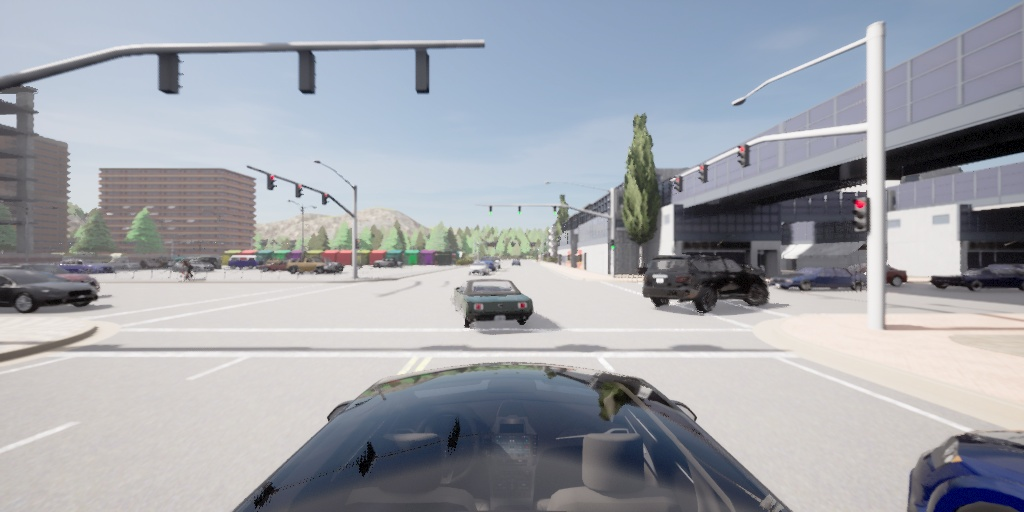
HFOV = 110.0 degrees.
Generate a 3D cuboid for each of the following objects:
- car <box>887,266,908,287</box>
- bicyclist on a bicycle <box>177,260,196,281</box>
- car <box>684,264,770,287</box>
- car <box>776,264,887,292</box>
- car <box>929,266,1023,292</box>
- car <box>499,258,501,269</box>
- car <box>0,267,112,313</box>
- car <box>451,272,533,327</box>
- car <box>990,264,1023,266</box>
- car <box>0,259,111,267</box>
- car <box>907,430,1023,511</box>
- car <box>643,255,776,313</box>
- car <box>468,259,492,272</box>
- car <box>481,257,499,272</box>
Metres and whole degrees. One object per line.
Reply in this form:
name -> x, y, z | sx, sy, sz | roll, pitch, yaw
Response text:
car -> 24.342, 1.286, 24.925 | 5.008, 1.535, 1.882 | 0, 0, 0
bicyclist on a bicycle -> -25.427, 1.122, 28.019 | 0.582, 1.620, 1.656 | 0, 0, 0
car -> 14.854, 1.314, 24.972 | 4.892, 1.490, 1.837 | 0, 0, 0
car -> 18.557, 1.348, 21.454 | 5.357, 1.411, 2.033 | 0, 0, 0
car -> 28.141, 1.400, 21.405 | 4.718, 1.301, 1.895 | 0, 0, 0
car -> -3.047, 1.123, 60.086 | 2.150, 2.045, 5.566 | 0, 0, 2
car -> -18.696, 1.287, 13.547 | 4.892, 1.490, 1.837 | 0, 0, 0
car -> -0.865, 1.377, 11.746 | 1.895, 1.301, 4.718 | 0, 0, -14
car -> 34.387, 1.299, 24.866 | 4.902, 1.511, 2.128 | 0, 0, 0
car -> -22.651, 1.143, 17.042 | 4.553, 1.767, 2.097 | 0, 0, 0
car -> 3.593, 1.310, 0.570 | 1.994, 1.385, 4.181 | 0, 0, 0
car -> 7.748, 1.002, 14.325 | 5.566, 2.045, 2.150 | 0, -2, -29
car -> -3.646, 1.375, 39.737 | 1.812, 1.442, 4.674 | 0, 0, 3
car -> -3.413, 1.096, 49.583 | 2.150, 2.045, 5.566 | 0, 0, 2
